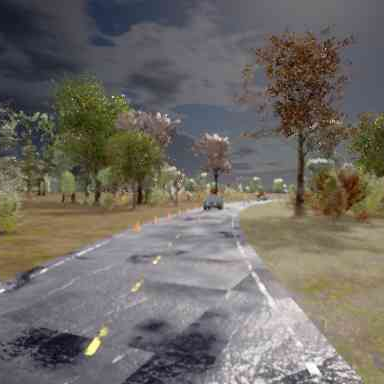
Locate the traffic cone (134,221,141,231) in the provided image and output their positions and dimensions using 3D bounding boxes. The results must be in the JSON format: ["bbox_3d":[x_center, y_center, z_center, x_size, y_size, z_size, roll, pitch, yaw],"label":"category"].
[{"bbox_3d":[-3.249,2.014,19.808,0.340,0.580,0.340,0,0,5],"label":"traffic cone"}]

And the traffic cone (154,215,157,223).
[{"bbox_3d":[-2.722,2.032,24.842,0.340,0.580,0.340,0,0,7],"label":"traffic cone"}]

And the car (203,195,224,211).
[{"bbox_3d":[2.918,1.371,43.898,2.150,2.045,5.566,0,0,12],"label":"car"}]

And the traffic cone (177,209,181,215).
[{"bbox_3d":[-1.328,2.067,34.866,0.340,0.580,0.340,0,0,9],"label":"traffic cone"}]

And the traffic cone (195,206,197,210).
[{"bbox_3d":[0.517,2.103,44.818,0.340,0.580,0.340,0,0,12],"label":"traffic cone"}]

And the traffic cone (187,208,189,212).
[{"bbox_3d":[-0.461,2.085,39.852,0.340,0.580,0.340,0,0,11],"label":"traffic cone"}]
